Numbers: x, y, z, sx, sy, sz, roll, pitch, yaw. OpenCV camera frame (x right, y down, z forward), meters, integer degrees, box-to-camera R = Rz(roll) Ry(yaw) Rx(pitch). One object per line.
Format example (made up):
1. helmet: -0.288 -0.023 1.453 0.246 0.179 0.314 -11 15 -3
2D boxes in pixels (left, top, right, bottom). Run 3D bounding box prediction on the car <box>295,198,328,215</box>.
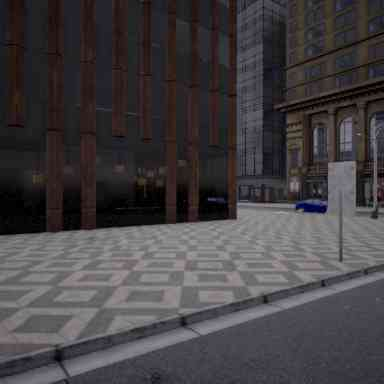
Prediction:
1. car: 12.529 1.413 32.630 1.882 1.535 5.008 0 0 -36
